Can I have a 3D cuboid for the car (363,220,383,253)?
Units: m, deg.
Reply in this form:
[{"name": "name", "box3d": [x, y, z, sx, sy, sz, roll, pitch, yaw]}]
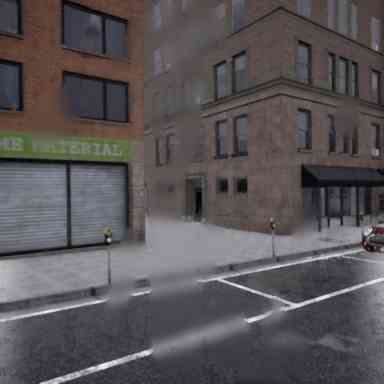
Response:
[{"name": "car", "box3d": [8.157, 1.433, 12.427, 4.097, 1.590, 1.967, 0, -1, -35]}]
